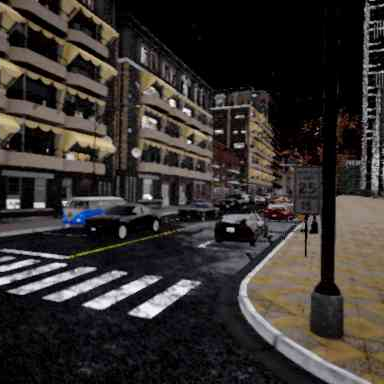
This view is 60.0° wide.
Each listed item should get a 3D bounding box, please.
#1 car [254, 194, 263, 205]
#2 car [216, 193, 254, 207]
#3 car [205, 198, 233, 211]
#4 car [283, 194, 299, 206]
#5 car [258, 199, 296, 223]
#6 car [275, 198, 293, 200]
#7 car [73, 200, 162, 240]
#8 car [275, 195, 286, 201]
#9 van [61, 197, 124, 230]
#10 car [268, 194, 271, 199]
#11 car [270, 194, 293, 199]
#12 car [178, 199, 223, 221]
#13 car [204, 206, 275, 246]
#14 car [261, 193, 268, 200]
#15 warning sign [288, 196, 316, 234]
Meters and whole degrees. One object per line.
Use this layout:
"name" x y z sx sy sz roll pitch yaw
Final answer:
"car" 9.752 1.437 54.443 1.947 1.339 4.313 2 1 23
"car" 4.643 1.118 35.617 2.150 2.045 5.566 1 0 23
"car" 3.268 1.414 39.043 1.947 1.339 4.313 2 1 23
"car" 16.670 1.340 55.975 2.097 1.767 4.553 1 0 22
"car" 6.667 1.540 25.523 1.887 1.381 4.507 2 1 23
"car" 8.828 1.553 30.656 2.008 1.369 4.403 2 1 23
"car" -3.326 1.347 16.735 1.882 1.535 5.008 1 0 23
"car" 22.720 1.467 85.241 1.887 1.381 4.507 2 1 23
"van" -5.370 1.162 18.508 1.690 1.788 3.998 2 1 23
"car" 14.083 1.202 64.706 2.192 1.841 5.009 2 1 23
"car" 12.736 1.451 46.654 1.882 1.535 5.008 1 0 23
"car" 0.613 1.482 26.092 1.895 1.301 4.718 1 0 23
"car" 2.344 1.549 15.258 1.947 1.339 4.313 2 1 23
"car" 11.848 1.404 59.418 1.752 1.417 4.829 2 1 23
"warning sign" 5.667 1.147 17.069 1.300 1.860 1.060 0 -1 23
